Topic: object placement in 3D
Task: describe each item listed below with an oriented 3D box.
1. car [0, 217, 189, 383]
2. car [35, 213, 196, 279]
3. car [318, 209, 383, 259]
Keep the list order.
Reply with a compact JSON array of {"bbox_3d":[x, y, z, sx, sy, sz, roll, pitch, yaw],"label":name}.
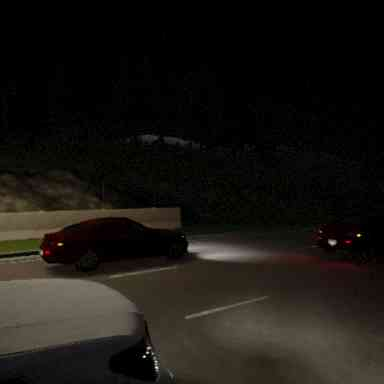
[{"bbox_3d":[-2.790,1.220,1.741,5.566,2.045,2.150,0,0,-35],"label":"car"},{"bbox_3d":[-2.310,1.517,10.611,4.674,1.442,1.812,0,0,-35],"label":"car"},{"bbox_3d":[6.631,1.513,12.440,4.674,1.442,1.812,0,0,-34],"label":"car"}]
